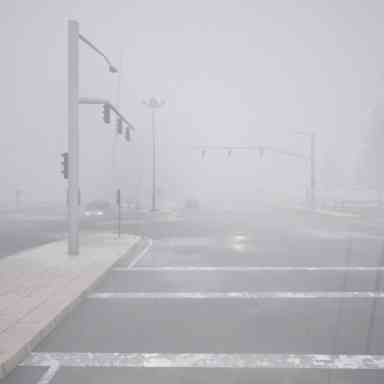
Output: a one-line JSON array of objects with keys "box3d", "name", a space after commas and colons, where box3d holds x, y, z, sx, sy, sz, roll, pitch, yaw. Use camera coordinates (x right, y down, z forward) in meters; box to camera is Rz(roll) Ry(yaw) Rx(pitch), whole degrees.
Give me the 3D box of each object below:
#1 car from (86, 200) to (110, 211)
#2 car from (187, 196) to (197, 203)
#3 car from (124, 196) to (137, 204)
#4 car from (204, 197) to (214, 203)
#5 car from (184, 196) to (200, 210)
[{"box3d": [-11.631, 1.601, 41.376, 1.895, 1.301, 4.718, 0, 0, 0], "name": "car"}, {"box3d": [-0.059, 1.564, 68.915, 1.994, 1.385, 4.181, 0, 0, 0], "name": "car"}, {"box3d": [-11.564, 1.526, 62.608, 1.812, 1.442, 4.674, 0, 0, 0], "name": "car"}, {"box3d": [3.441, 1.601, 68.949, 1.895, 1.301, 4.718, 0, 0, 0], "name": "car"}, {"box3d": [-0.037, 1.526, 43.480, 1.812, 1.442, 4.674, 0, 0, 0], "name": "car"}]
